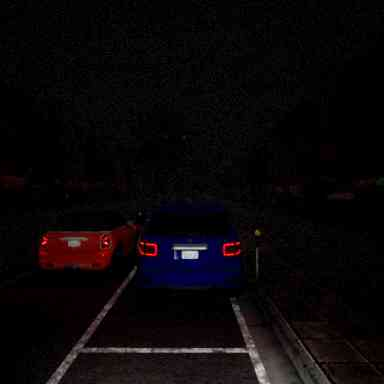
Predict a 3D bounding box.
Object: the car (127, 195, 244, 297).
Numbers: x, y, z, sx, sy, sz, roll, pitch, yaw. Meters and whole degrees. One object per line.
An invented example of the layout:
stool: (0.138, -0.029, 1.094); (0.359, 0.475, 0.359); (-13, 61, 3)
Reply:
car: (-0.035, 1.225, 8.677); (2.150, 2.045, 5.566); (0, 0, 0)

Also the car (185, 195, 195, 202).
car: (-0.343, 1.327, 68.224); (2.008, 1.369, 4.403); (1, 0, 0)

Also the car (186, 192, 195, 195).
car: (-0.353, 1.226, 40.516); (2.192, 1.841, 5.009); (1, 0, 0)

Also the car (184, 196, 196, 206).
car: (-0.350, 1.387, 51.770); (1.752, 1.417, 4.829); (1, 0, 0)

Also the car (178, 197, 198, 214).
car: (-0.358, 1.374, 34.976); (1.967, 1.590, 4.097); (1, 0, 0)

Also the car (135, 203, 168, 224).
car: (-2.928, 1.567, 25.210); (1.895, 1.301, 4.718); (0, 0, 0)

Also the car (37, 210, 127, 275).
car: (-3.015, 1.346, 10.636); (2.097, 1.767, 4.553); (0, 0, 0)

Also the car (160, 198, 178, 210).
car: (-2.914, 1.466, 42.505); (1.994, 1.385, 4.181); (0, 0, 0)
